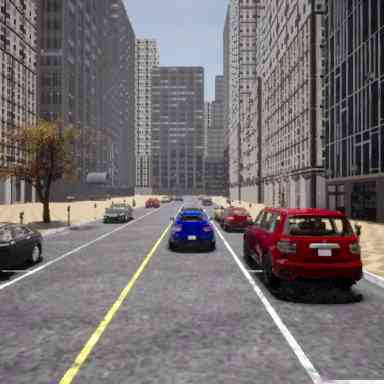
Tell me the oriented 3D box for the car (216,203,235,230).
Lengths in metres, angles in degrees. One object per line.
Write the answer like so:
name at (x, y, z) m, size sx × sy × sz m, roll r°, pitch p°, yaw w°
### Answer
car at (2.698, 1.584, 20.435) m, size 1.802 × 1.307 × 4.206 m, roll 1°, pitch 0°, yaw 0°

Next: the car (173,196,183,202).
car at (-2.999, 1.546, 75.931) m, size 1.895 × 1.301 × 4.718 m, roll 0°, pitch 0°, yaw 0°

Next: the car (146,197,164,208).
car at (-5.682, 1.545, 48.629) m, size 1.887 × 1.381 × 4.507 m, roll 1°, pitch 0°, yaw 0°

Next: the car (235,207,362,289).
car at (2.701, 1.315, 9.153) m, size 2.192 × 1.841 × 5.009 m, roll 1°, pitch 0°, yaw 0°

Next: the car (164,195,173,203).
car at (-5.682, 1.519, 71.030) m, size 1.752 × 1.417 × 4.829 m, roll 1°, pitch 0°, yaw 0°

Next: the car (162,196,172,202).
car at (-5.682, 1.537, 76.843) m, size 1.887 × 1.381 × 4.507 m, roll 1°, pitch 0°, yaw 0°

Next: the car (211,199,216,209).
car at (2.699, 1.528, 26.247) m, size 1.752 × 1.417 × 4.829 m, roll 1°, pitch 0°, yaw 0°

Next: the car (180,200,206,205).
car at (0.001, 1.620, 29.680) m, size 1.895 × 1.301 × 4.718 m, roll 0°, pitch 0°, yaw 0°

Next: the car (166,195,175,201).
car at (-5.682, 1.553, 88.128) m, size 1.947 × 1.339 × 4.313 m, roll 1°, pitch 0°, yaw 0°

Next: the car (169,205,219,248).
car at (0.001, 1.535, 14.650) m, size 1.812 × 1.442 × 4.674 m, roll 0°, pitch 0°, yaw 0°

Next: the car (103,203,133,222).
car at (-5.682, 1.553, 26.058) m, size 2.008 × 1.369 × 4.403 m, roll 1°, pitch 0°, yaw 0°

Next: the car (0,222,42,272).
car at (-5.682, 1.551, 9.129) m, size 2.008 × 1.369 × 4.403 m, roll 1°, pitch 0°, yaw 0°

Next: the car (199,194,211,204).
car at (2.699, 1.548, 59.925) m, size 2.008 × 1.369 × 4.403 m, roll 1°, pitch 0°, yaw 0°
